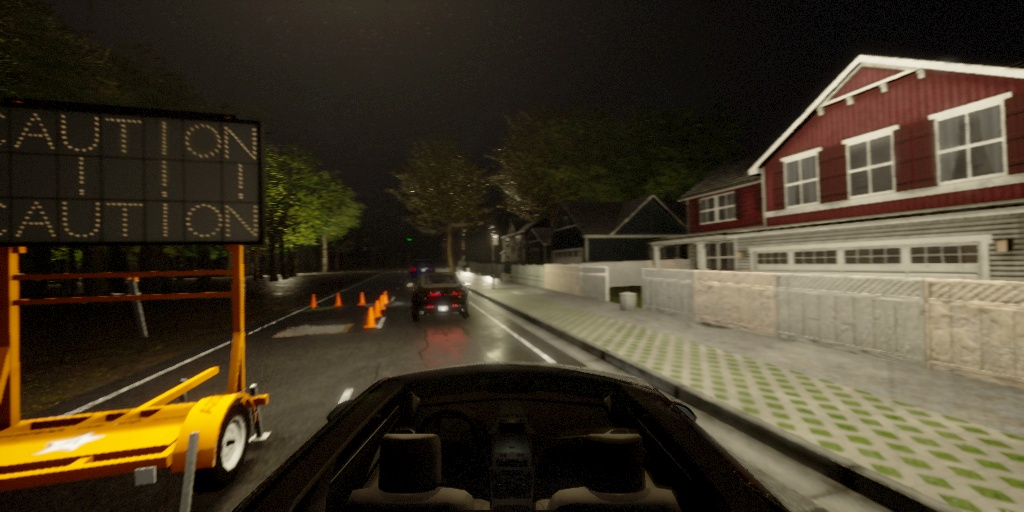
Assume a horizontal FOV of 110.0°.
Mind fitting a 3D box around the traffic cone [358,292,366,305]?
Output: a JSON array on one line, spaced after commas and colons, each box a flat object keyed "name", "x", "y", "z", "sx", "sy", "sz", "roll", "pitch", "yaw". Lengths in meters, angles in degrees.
[{"name": "traffic cone", "x": -6.838, "y": 1.925, "z": 16.370, "sx": 0.340, "sy": 0.580, "sz": 0.340, "roll": 0, "pitch": 0, "yaw": -16}]

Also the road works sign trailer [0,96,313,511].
[{"name": "road works sign trailer", "x": -3.805, "y": 0.299, "z": 3.717, "sx": 2.380, "sy": 3.560, "sz": 2.880, "roll": 0, "pitch": 0, "yaw": -16}]

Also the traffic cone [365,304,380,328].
[{"name": "traffic cone", "x": -4.262, "y": 1.842, "z": 10.860, "sx": 0.340, "sy": 0.580, "sz": 0.340, "roll": 0, "pitch": 0, "yaw": -16}]

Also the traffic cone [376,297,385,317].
[{"name": "traffic cone", "x": -4.800, "y": 1.864, "z": 12.786, "sx": 0.340, "sy": 0.580, "sz": 0.340, "roll": 0, "pitch": 0, "yaw": -16}]

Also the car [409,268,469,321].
[{"name": "car", "x": -2.761, "y": 1.377, "z": 13.302, "sx": 1.837, "sy": 1.490, "sz": 4.892, "roll": -1, "pitch": 0, "yaw": -16}]

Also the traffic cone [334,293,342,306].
[{"name": "traffic cone", "x": -7.800, "y": 1.942, "z": 16.101, "sx": 0.340, "sy": 0.580, "sz": 0.340, "roll": 0, "pitch": 0, "yaw": -16}]

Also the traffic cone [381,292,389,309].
[{"name": "traffic cone", "x": -5.337, "y": 1.886, "z": 14.713, "sx": 0.340, "sy": 0.580, "sz": 0.340, "roll": 0, "pitch": 0, "yaw": -16}]

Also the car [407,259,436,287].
[{"name": "car", "x": -8.036, "y": 1.313, "z": 32.180, "sx": 2.150, "sy": 2.045, "sz": 5.566, "roll": -1, "pitch": 0, "yaw": -16}]

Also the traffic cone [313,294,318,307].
[{"name": "traffic cone", "x": -8.763, "y": 1.959, "z": 15.832, "sx": 0.340, "sy": 0.580, "sz": 0.340, "roll": 0, "pitch": 0, "yaw": -16}]
